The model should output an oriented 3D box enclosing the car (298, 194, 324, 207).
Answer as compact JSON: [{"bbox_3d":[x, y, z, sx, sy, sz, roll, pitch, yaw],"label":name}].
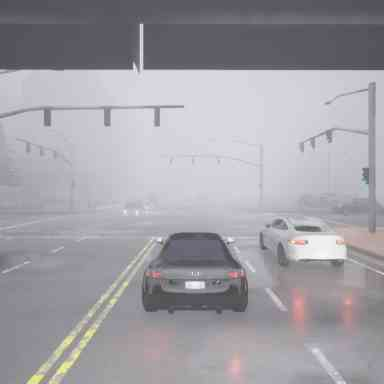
[{"bbox_3d":[16.645,1.153,47.386,1.932,1.855,4.605,0,0,0],"label":"car"}]

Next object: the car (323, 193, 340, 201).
[{"bbox_3d":[33.495,1.152,80.000,1.932,1.855,4.605,0,0,0],"label":"car"}]

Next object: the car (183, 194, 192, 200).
[{"bbox_3d":[-1.156,1.350,86.035,2.128,1.511,4.902,0,0,0],"label":"car"}]

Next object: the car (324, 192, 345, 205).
[{"bbox_3d":[19.540,1.156,47.340,1.905,1.878,3.866,0,0,0],"label":"car"}]

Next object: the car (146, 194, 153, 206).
[{"bbox_3d":[-8.044,1.525,55.416,1.812,1.442,4.674,0,0,0],"label":"car"}]

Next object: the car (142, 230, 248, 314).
[{"bbox_3d":[0.067,1.564,7.704,1.994,1.385,4.181,0,0,0],"label":"car"}]

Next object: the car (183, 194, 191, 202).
[{"bbox_3d":[-1.097,1.592,76.964,1.895,1.301,4.718,0,0,0],"label":"car"}]

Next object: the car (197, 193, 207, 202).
[{"bbox_3d":[2.403,1.222,76.990,2.150,2.045,5.566,0,0,0],"label":"car"}]

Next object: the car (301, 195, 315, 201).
[{"bbox_3d":[27.916,1.394,79.934,1.970,1.475,3.806,0,0,0],"label":"car"}]

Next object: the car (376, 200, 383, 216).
[{"bbox_3d":[19.150,1.600,29.626,4.718,1.301,1.895,0,0,1],"label":"car"}]

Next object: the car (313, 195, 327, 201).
[{"bbox_3d":[30.811,1.363,79.942,1.784,1.438,3.905,0,0,0],"label":"car"}]

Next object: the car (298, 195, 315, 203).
[{"bbox_3d":[22.193,1.395,64.815,1.970,1.475,3.806,0,0,0],"label":"car"}]

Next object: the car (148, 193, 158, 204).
[{"bbox_3d":[-8.051,1.221,66.069,2.150,2.045,5.566,0,0,0],"label":"car"}]

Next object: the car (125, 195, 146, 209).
[{"bbox_3d":[-7.994,1.477,46.136,1.882,1.535,5.008,0,0,0],"label":"car"}]

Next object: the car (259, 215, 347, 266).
[{"bbox_3d":[3.582,1.526,11.364,1.812,1.442,4.674,0,0,0],"label":"car"}]

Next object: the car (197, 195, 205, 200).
[{"bbox_3d":[2.344,1.377,86.058,1.994,1.385,4.181,0,0,0],"label":"car"}]

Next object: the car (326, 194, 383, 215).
[{"bbox_3d":[16.354,1.352,33.157,4.553,1.767,2.097,0,0,1],"label":"car"}]
